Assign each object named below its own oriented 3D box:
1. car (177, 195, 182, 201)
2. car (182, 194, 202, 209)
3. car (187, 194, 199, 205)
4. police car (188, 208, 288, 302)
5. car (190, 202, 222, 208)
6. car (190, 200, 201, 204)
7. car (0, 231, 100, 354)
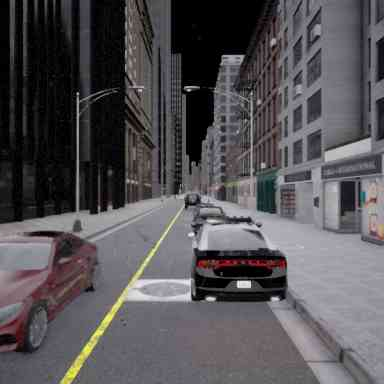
[{"bbox_3d":[-2.738,1.477,81.426,1.812,1.442,4.674,0,0,0],"label":"car"},{"bbox_3d":[0.154,1.217,45.122,2.150,2.045,5.566,0,0,0],"label":"car"},{"bbox_3d":[0.188,1.334,58.840,2.097,1.767,4.553,0,0,0],"label":"car"},{"bbox_3d":[0.925,1.427,8.450,1.930,1.638,5.238,0,0,0],"label":"police car"},{"bbox_3d":[0.957,1.509,18.340,1.837,1.490,4.892,0,0,0],"label":"car"},{"bbox_3d":[0.977,1.529,24.339,1.812,1.442,4.674,0,0,0],"label":"car"},{"bbox_3d":[-3.069,1.527,6.260,1.812,1.442,4.674,0,0,0],"label":"car"}]
